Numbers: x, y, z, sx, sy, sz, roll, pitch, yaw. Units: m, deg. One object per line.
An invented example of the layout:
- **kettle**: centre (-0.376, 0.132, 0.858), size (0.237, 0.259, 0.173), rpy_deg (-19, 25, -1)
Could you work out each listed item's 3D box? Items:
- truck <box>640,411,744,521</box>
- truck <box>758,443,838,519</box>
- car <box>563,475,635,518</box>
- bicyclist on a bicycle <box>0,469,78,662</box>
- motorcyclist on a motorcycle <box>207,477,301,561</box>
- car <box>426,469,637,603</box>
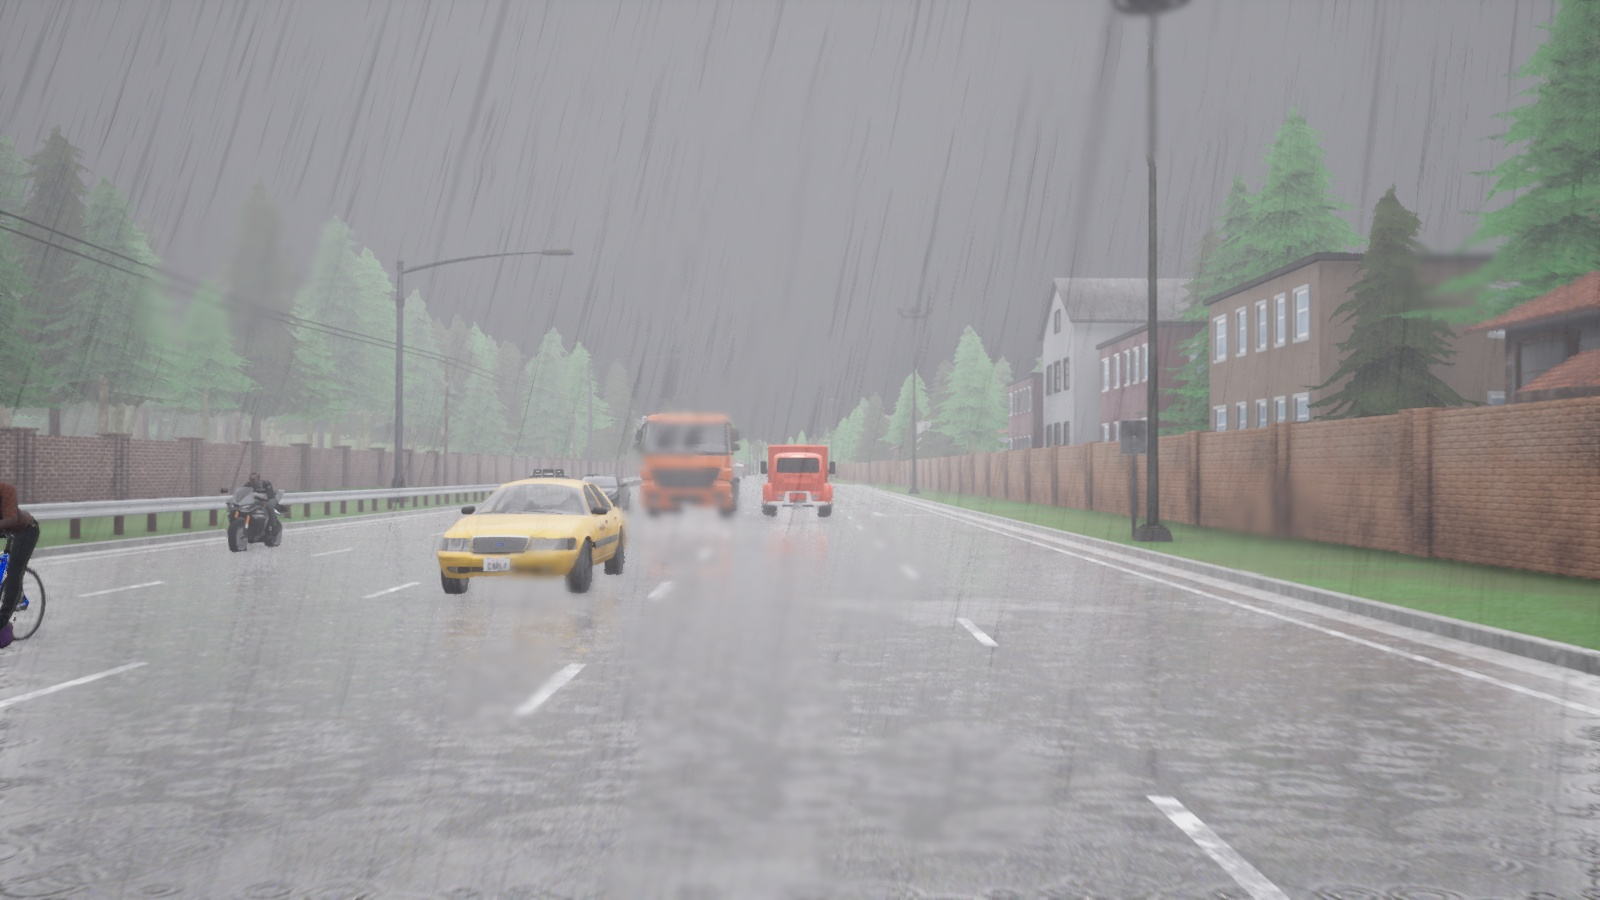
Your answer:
- **truck**: centre (-3.573, 0.574, 43.423), size (2.891, 3.462, 7.936), rpy_deg (0, -1, 0)
- **truck**: centre (-0.071, 1.065, 44.002), size (2.627, 2.467, 5.204), rpy_deg (0, -1, 0)
- **car**: centre (-7.070, 1.616, 44.653), size (1.812, 1.442, 4.674), rpy_deg (0, -1, 0)
- **bicyclist on a bicycle**: centre (-7.017, 0.978, 10.867), size (0.582, 1.620, 1.656), rpy_deg (0, -1, 0)
- **motorcyclist on a motorcycle**: centre (-10.538, 1.299, 24.348), size (0.866, 1.530, 2.191), rpy_deg (0, -1, 0)
- **car**: centre (-3.528, 1.061, 17.529), size (1.801, 1.575, 5.366), rpy_deg (0, -1, 0)
